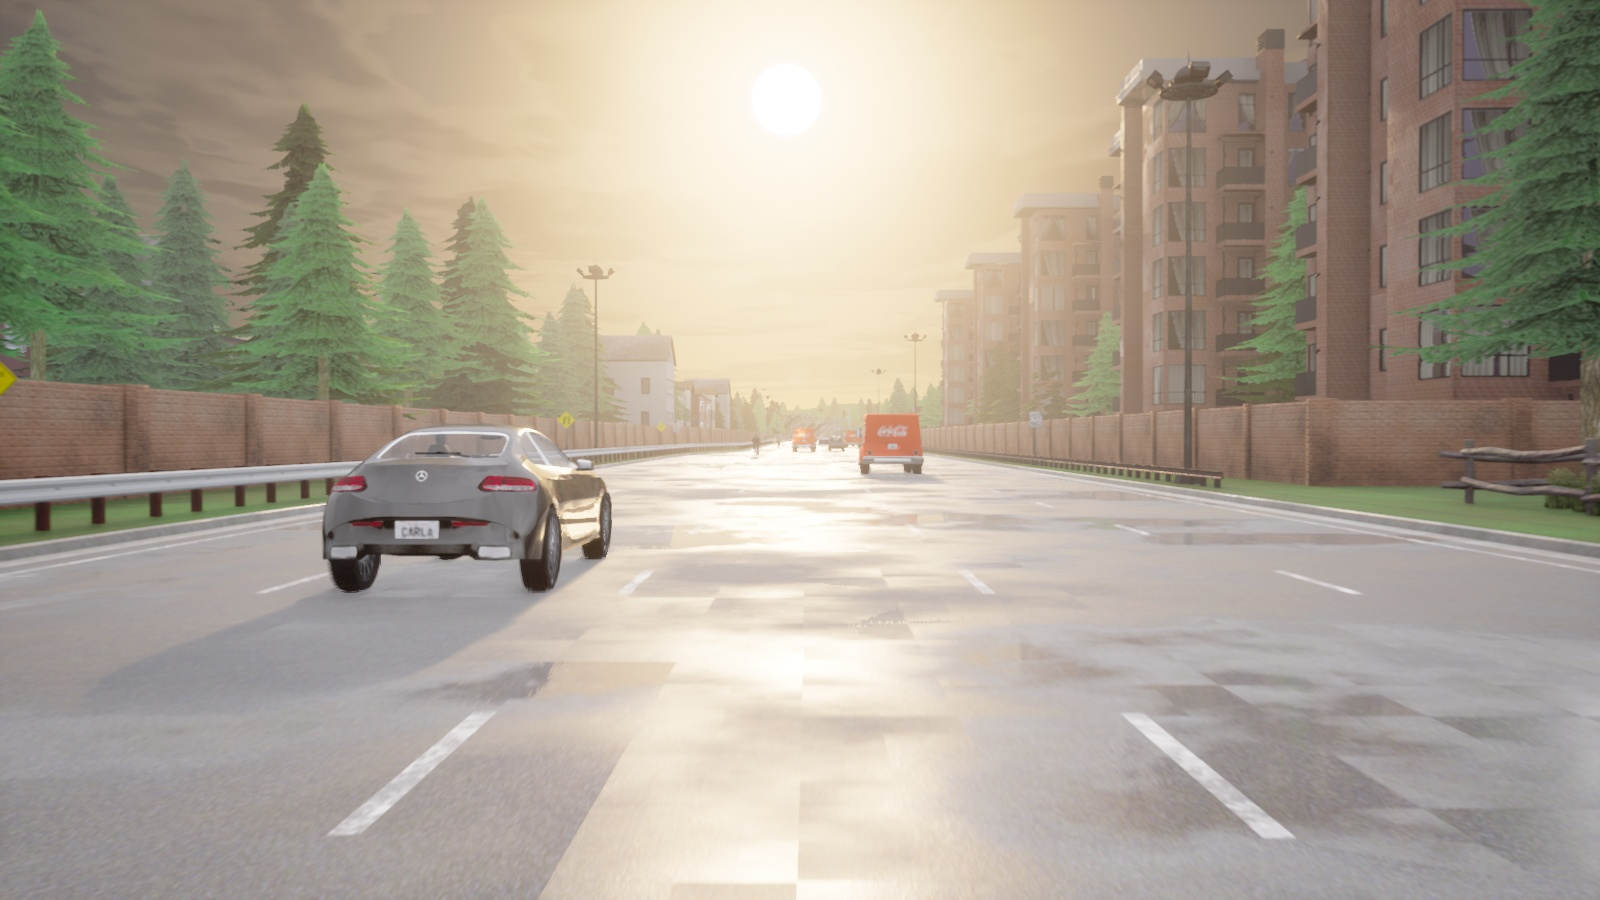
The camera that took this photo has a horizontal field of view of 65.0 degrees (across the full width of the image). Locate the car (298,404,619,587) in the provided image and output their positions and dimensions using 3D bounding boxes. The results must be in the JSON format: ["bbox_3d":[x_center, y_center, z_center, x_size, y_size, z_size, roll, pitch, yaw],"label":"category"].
[{"bbox_3d":[-3.437,0.384,13.831,2.152,1.651,5.027,0,1,0],"label":"car"}]

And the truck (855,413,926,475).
[{"bbox_3d":[3.691,-0.261,52.274,2.627,2.467,5.204,0,1,0],"label":"truck"}]
